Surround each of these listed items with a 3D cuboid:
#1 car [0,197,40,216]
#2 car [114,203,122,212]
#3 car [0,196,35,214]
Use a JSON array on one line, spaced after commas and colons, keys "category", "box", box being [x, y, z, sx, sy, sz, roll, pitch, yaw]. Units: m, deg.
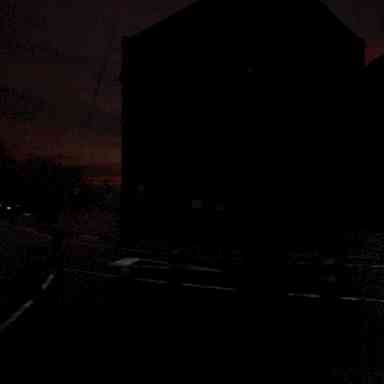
[{"category": "car", "box": [-15.469, 1.394, 30.049, 1.994, 1.385, 4.181, 0, -2, -1]}, {"category": "car", "box": [-10.328, 2.483, 50.645, 2.002, 1.452, 4.674, 2, -3, 10]}, {"category": "car", "box": [-18.587, 1.369, 34.779, 2.097, 1.767, 4.553, 0, -3, 2]}]
